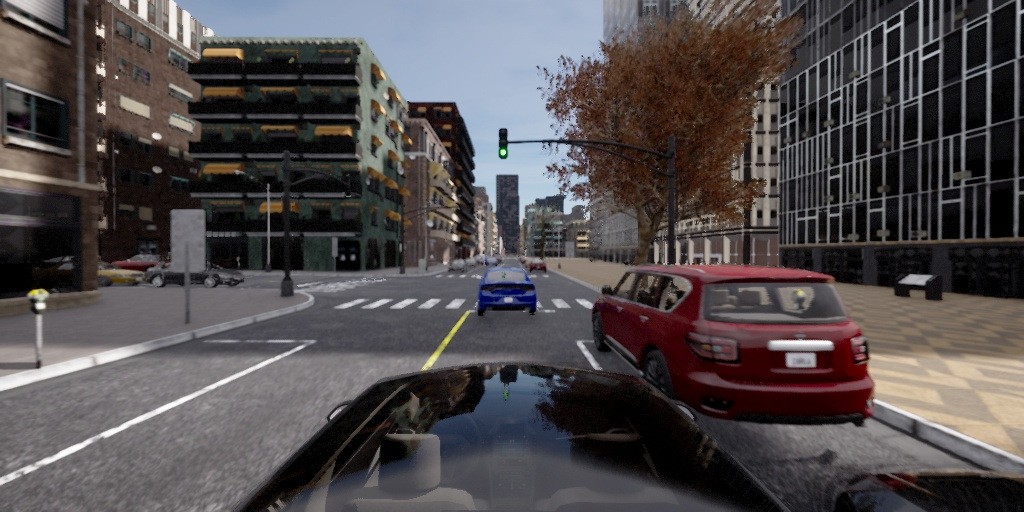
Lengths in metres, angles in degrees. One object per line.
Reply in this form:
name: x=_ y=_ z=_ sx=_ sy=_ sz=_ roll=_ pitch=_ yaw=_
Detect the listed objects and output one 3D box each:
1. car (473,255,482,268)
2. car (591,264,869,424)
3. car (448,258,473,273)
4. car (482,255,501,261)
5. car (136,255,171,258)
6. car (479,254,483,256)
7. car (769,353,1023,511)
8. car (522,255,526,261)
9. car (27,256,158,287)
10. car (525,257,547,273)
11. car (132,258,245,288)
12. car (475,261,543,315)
car: x=-5.689 y=0.924 z=49.189 sx=2.007 sy=1.370 sz=4.403 roll=0 pitch=0 yaw=0
car: x=2.692 y=1.031 z=5.737 sx=2.192 sy=1.841 sz=5.009 roll=0 pitch=0 yaw=0
car: x=-5.689 y=1.006 z=38.124 sx=2.007 sy=1.370 sz=4.403 roll=0 pitch=0 yaw=0
car: x=-3.071 y=0.860 z=54.587 sx=1.812 sy=1.442 sz=4.674 roll=0 pitch=0 yaw=0
car: x=-27.621 y=0.624 z=26.973 sx=4.097 sy=1.591 sz=1.967 roll=0 pitch=0 yaw=-1
car: x=-5.688 y=0.733 z=60.254 sx=1.967 sy=1.591 sz=4.097 roll=0 pitch=0 yaw=0
car: x=2.692 y=1.328 z=0.214 sx=1.948 sy=1.339 sz=4.313 roll=0 pitch=0 yaw=0
car: x=2.692 y=0.898 z=49.358 sx=1.751 sy=1.417 sz=4.829 roll=0 pitch=0 yaw=0
car: x=-21.832 y=0.848 z=18.651 sx=4.829 sy=1.417 sz=1.751 roll=0 pitch=0 yaw=-1
car: x=2.692 y=1.001 z=38.123 sx=1.888 sy=1.381 sz=4.507 roll=0 pitch=0 yaw=0
car: x=-16.435 y=0.949 z=18.707 sx=4.403 sy=1.370 sz=2.007 roll=0 pitch=0 yaw=-1
car: x=-0.292 y=1.132 z=13.125 sx=1.882 sy=1.535 sz=5.008 roll=0 pitch=0 yaw=-4
